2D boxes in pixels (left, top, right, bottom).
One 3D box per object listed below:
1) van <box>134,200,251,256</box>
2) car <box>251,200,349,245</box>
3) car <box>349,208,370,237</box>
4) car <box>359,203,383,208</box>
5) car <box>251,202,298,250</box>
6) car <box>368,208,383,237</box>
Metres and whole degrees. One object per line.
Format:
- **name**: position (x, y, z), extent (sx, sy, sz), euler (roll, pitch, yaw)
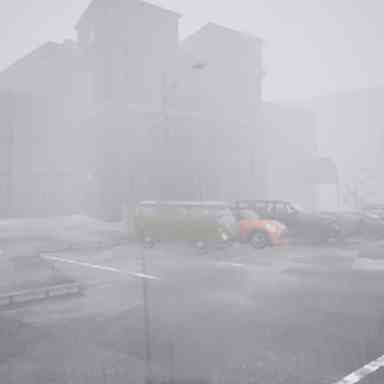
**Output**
- **van**: position (-0.189, 1.329, 13.308), extent (4.442, 1.987, 1.878), euler (0, -1, 34)
- **car**: position (4.600, 1.434, 16.861), extent (5.566, 2.045, 2.435), euler (0, -2, 34)
- **car**: position (6.972, 1.789, 18.624), extent (4.792, 1.488, 2.163), euler (0, -2, 34)
- **car**: position (11.876, 1.803, 22.094), extent (4.553, 1.767, 2.185), euler (0, -2, 34)
- **car**: position (2.116, 1.489, 15.137), extent (4.553, 1.767, 2.185), euler (0, -2, 34)
- **car**: position (9.427, 1.881, 20.355), extent (4.674, 1.452, 2.002), euler (0, -2, 34)
